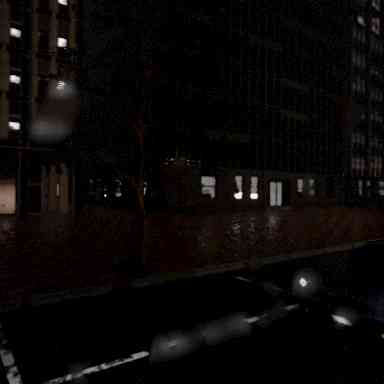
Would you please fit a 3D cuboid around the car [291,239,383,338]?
[{"bbox_3d":[4.033,1.612,6.281,4.718,1.301,1.895,0,0,-36],"label":"car"}]
